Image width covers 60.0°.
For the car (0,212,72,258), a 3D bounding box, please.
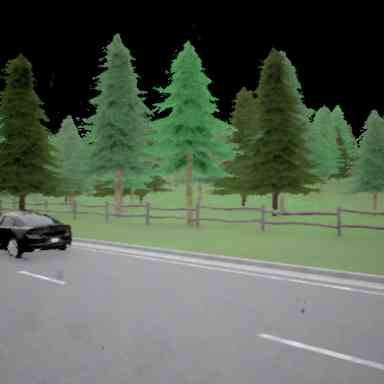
[{"bbox_3d":[-6.792,1.525,13.096,5.008,1.535,1.882,0,0,36],"label":"car"}]
